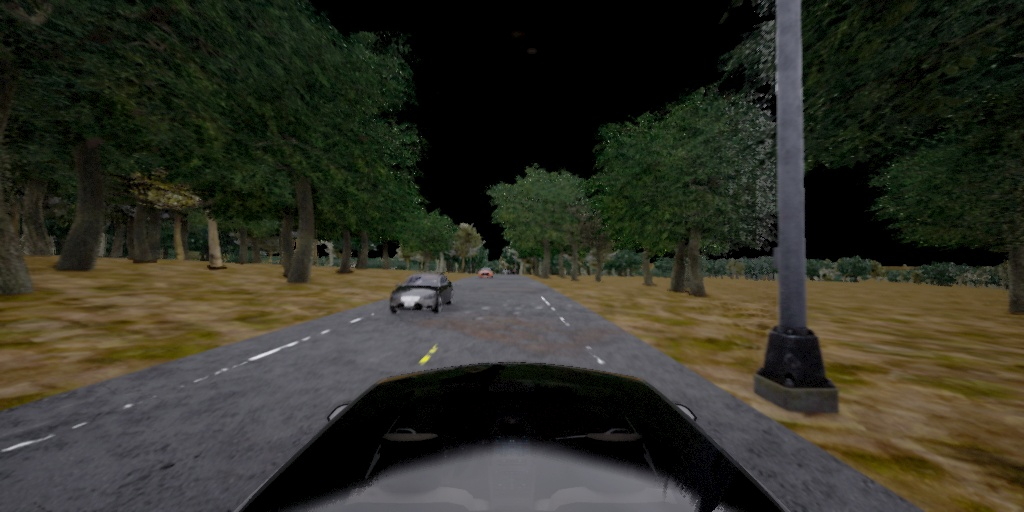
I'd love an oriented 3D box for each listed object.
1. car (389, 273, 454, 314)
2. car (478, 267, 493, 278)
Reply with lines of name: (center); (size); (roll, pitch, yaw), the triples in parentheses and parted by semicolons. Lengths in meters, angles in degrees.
car: (-3.628, 1.479, 15.118); (2.128, 1.511, 4.902); (0, -1, 0)
car: (-4.034, 2.526, 55.619); (2.097, 1.767, 4.553); (0, -2, -1)
